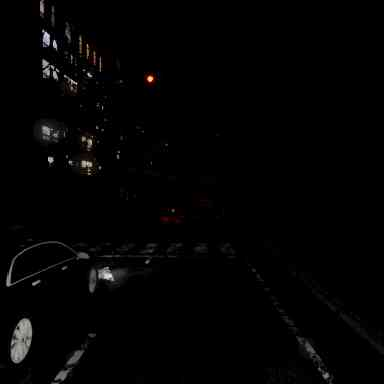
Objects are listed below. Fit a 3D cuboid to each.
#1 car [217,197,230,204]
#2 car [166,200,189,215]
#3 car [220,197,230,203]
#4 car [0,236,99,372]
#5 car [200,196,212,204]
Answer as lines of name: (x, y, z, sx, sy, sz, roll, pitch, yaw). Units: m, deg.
car: (6.198, 1.742, 68.851, 1.837, 1.490, 4.892, 0, 0, 10)
car: (-1.505, 1.592, 34.455, 1.812, 1.442, 4.674, 0, 0, 8)
car: (7.868, 1.857, 78.678, 1.994, 1.385, 4.181, 0, 0, 12)
car: (-3.046, 1.507, 5.649, 1.837, 1.490, 4.892, 0, 0, 1)
car: (3.008, 1.590, 69.455, 2.097, 1.767, 4.553, 0, 0, 9)
